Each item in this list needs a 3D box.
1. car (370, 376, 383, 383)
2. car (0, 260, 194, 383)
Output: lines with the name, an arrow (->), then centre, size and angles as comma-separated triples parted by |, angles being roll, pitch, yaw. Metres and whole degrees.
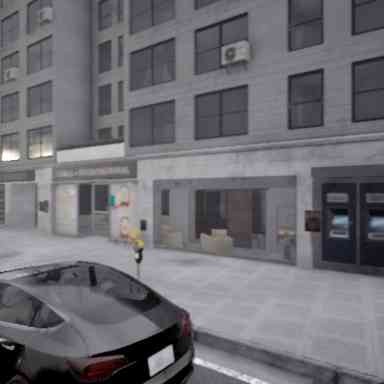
car -> 2.524, 1.436, 1.046 | 4.097, 1.590, 1.967 | 0, 0, 36
car -> -1.973, 1.576, 4.254 | 4.313, 1.339, 1.947 | 0, 0, 36
